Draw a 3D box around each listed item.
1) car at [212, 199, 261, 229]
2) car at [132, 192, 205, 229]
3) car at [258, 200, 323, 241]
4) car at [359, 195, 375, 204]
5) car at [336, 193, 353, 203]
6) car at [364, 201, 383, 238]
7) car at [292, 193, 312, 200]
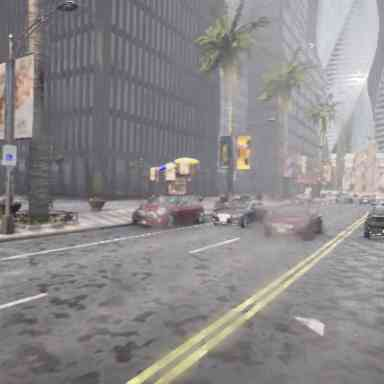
[{"bbox_3d":[2.884,1.142,19.047,2.128,1.511,4.902,3,2,32],"label":"car"},{"bbox_3d":[-1.159,0.897,18.205,2.185,1.767,4.553,3,2,32],"label":"car"},{"bbox_3d":[4.936,1.315,15.702,1.812,1.442,4.674,3,2,32],"label":"car"},{"bbox_3d":[27.199,1.192,51.524,1.837,1.490,4.892,3,2,32],"label":"car"},{"bbox_3d":[25.124,0.901,54.773,2.097,1.767,4.553,3,2,32],"label":"car"},{"bbox_3d":[9.584,1.428,16.212,1.837,1.490,4.892,3,1,32],"label":"car"},{"bbox_3d":[14.336,0.952,43.162,2.231,1.521,4.892,3,2,32],"label":"car"}]
